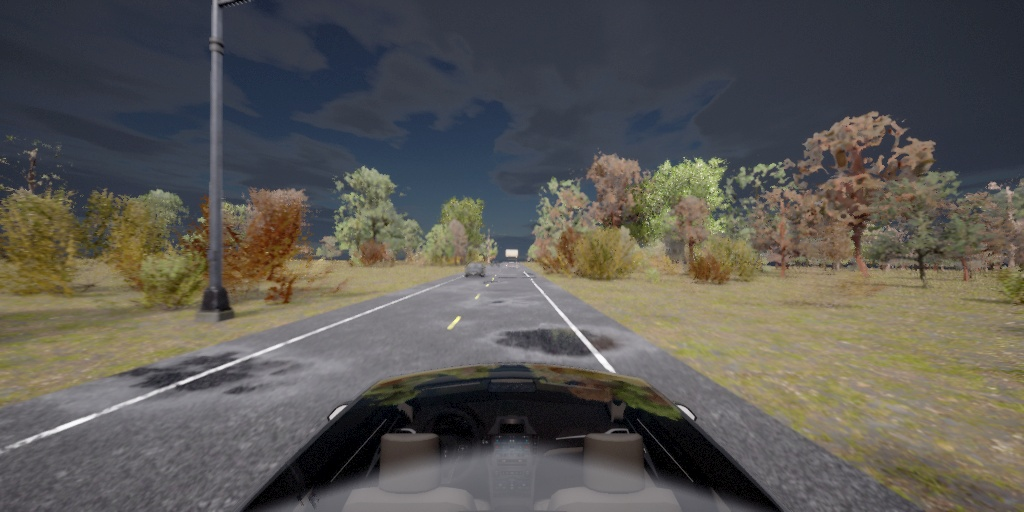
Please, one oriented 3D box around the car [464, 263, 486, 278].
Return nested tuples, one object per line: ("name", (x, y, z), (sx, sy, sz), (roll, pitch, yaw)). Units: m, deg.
("car", (-3.610, 1.415, 35.753), (1.837, 1.490, 4.892), (0, 0, 0))
